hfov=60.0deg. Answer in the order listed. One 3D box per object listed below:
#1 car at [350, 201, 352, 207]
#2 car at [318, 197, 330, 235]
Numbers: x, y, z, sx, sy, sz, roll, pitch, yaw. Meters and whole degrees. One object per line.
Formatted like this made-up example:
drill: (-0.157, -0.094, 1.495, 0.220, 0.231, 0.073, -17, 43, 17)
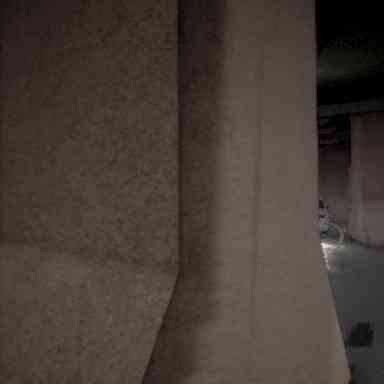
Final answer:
car: (16.842, 1.671, 34.705, 2.033, 1.411, 5.357, 0, 0, 5)
car: (6.890, 1.315, 19.830, 2.150, 2.045, 5.566, 0, 0, 21)
